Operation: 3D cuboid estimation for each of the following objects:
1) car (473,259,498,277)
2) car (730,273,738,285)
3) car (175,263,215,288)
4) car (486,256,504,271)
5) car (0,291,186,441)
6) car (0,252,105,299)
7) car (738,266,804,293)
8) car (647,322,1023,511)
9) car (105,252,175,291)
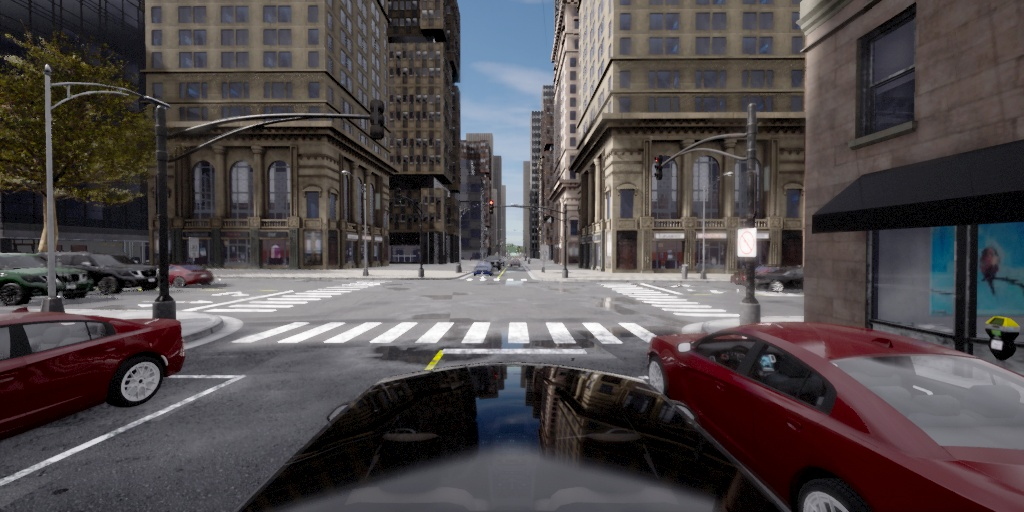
[{"bbox_3d":[-2.797,1.289,36.247,2.033,1.411,5.357,0,0,0],"label":"car"},{"bbox_3d":[17.267,1.394,24.323,4.181,1.385,1.994,0,1,1],"label":"car"},{"bbox_3d":[-20.333,1.130,21.377,4.181,1.385,1.994,0,1,1],"label":"car"},{"bbox_3d":[-2.661,0.961,50.314,2.150,2.045,5.566,0,0,1],"label":"car"},{"bbox_3d":[-5.754,1.295,3.466,1.888,1.381,4.507,0,0,0],"label":"car"},{"bbox_3d":[-20.805,0.880,14.714,5.566,2.045,2.150,1,1,1],"label":"car"},{"bbox_3d":[16.580,1.349,21.078,5.008,1.535,1.882,0,1,1],"label":"car"},{"bbox_3d":[2.771,1.294,3.396,1.888,1.381,4.507,0,0,0],"label":"car"},{"bbox_3d":[-20.798,0.833,17.963,5.566,2.045,2.150,1,1,1],"label":"car"}]
